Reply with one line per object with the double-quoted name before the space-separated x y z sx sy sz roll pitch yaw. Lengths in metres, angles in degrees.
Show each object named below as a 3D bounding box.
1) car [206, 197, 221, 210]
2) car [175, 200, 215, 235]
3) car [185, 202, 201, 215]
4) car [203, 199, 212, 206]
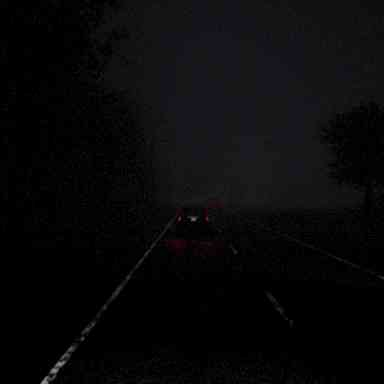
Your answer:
"car" 3.561 1.854 55.175 2.150 2.045 5.566 0 -1 0
"car" 0.085 1.590 20.760 2.097 1.767 4.553 0 -1 0
"car" 0.070 1.971 40.660 1.837 1.490 4.892 0 -1 0
"car" 3.449 2.368 73.433 1.812 1.442 4.674 0 -1 0
